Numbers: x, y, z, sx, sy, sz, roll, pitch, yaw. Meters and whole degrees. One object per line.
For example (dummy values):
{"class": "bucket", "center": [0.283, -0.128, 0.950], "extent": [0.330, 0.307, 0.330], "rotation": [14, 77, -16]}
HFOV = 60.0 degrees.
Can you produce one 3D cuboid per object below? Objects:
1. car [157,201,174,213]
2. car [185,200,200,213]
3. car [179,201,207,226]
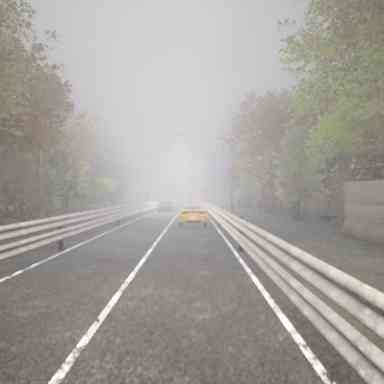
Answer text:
{"class": "car", "center": [-3.333, 1.876, 42.633], "extent": [1.837, 1.490, 4.892], "rotation": [0, -1, 0]}
{"class": "car", "center": [0.098, 1.856, 43.207], "extent": [1.882, 1.535, 5.008], "rotation": [0, -1, 0]}
{"class": "car", "center": [0.090, 1.602, 24.701], "extent": [1.882, 1.535, 5.008], "rotation": [0, -1, 0]}
